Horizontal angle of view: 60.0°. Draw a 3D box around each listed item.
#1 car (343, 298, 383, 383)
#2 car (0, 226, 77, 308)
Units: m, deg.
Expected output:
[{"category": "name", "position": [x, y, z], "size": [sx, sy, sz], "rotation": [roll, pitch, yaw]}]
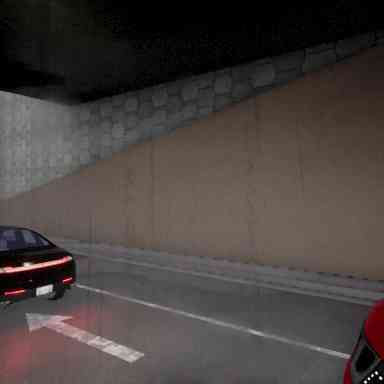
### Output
[{"category": "car", "position": [3.644, 1.221, 1.345], "size": [5.566, 2.045, 2.150], "rotation": [0, 0, 35]}, {"category": "car", "position": [-4.533, 1.492, 7.202], "size": [4.902, 1.511, 2.128], "rotation": [0, 0, 36]}]
